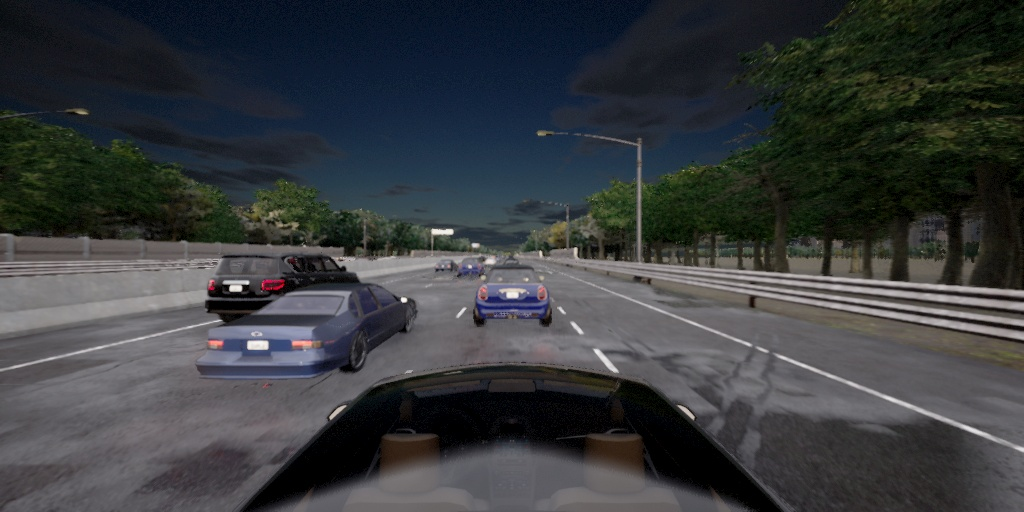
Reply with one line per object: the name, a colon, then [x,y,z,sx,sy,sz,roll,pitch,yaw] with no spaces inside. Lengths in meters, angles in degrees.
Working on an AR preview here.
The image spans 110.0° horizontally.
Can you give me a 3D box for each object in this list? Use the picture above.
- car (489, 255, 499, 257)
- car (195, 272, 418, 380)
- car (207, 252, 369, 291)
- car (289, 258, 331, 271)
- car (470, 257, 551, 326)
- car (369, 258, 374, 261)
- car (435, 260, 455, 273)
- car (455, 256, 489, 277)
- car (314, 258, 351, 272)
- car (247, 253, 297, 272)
car: [-3.573,0.974,60.956,1.812,1.442,4.674,0,0,0]
car: [-3.488,1.256,7.430,2.033,1.411,5.357,0,0,0]
car: [-6.984,0.898,11.749,2.150,2.045,5.566,0,0,0]
car: [-24.581,1.027,43.873,2.033,1.411,5.357,0,0,1]
car: [0.015,1.042,11.618,2.097,1.767,4.553,0,0,0]
car: [-17.602,0.978,42.371,1.882,1.535,5.008,0,0,0]
car: [-7.023,1.084,38.879,2.033,1.411,5.357,0,0,0]
car: [-3.506,0.927,32.022,2.097,1.767,4.553,0,0,0]
car: [-21.098,0.971,42.357,1.882,1.535,5.008,0,0,0]
car: [-28.089,0.702,42.260,2.150,2.045,5.566,0,0,0]
